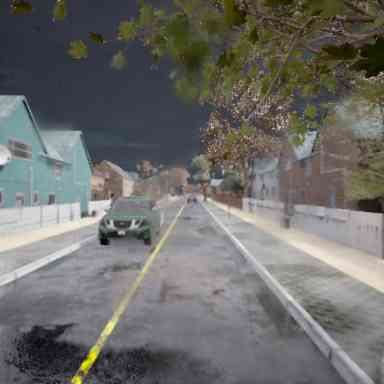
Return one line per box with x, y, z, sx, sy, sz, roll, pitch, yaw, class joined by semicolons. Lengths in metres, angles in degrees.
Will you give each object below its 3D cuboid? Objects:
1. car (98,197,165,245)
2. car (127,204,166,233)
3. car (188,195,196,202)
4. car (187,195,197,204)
-2.742;1.256;15.837;2.150;2.045;5.566;0;0;0;car
-2.759;1.571;21.050;1.812;1.442;4.674;0;0;0;car
0.023;1.458;78.338;1.837;1.490;4.892;0;0;0;car
0.019;1.461;68.407;2.097;1.767;4.553;0;0;0;car
